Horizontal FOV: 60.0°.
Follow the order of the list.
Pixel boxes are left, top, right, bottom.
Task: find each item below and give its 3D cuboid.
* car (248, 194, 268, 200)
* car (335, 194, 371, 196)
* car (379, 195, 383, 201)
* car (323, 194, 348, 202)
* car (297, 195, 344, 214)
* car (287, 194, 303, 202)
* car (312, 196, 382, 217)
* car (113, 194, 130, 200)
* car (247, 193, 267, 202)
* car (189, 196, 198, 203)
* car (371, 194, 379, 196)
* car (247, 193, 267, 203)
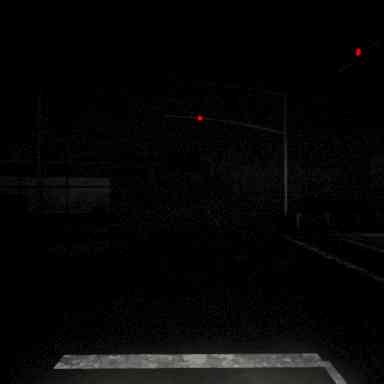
[{"bbox_3d":[18.134,1.332,91.607,4.902,1.511,2.128,0,0,0],"label":"car"},{"bbox_3d":[20.651,1.319,43.266,3.633,1.501,1.845,0,0,0],"label":"car"},{"bbox_3d":[38.723,1.153,62.638,5.027,1.636,2.152,0,0,0],"label":"car"},{"bbox_3d":[31.317,1.297,72.693,4.514,1.523,2.007,0,0,0],"label":"car"},{"bbox_3d":[13.017,1.330,31.395,5.027,1.636,2.152,0,0,0],"label":"car"},{"bbox_3d":[21.329,1.097,65.718,4.605,1.855,1.932,0,0,0],"label":"car"},{"bbox_3d":[13.080,1.339,28.258,4.514,1.523,2.007,0,0,0],"label":"car"},{"bbox_3d":[-19.401,1.331,91.583,4.674,1.442,1.812,0,0,0],"label":"car"},{"bbox_3d":[13.450,1.076,68.978,3.866,1.878,1.905,0,0,0],"label":"car"},{"bbox_3d":[0.273,1.546,69.680,2.033,1.411,5.357,0,0,0],"label":"car"},{"bbox_3d":[38.378,1.231,69.054,3.806,1.475,1.970,0,0,0],"label":"car"},{"bbox_3d":[12.850,1.360,65.652,3.806,1.475,1.970,0,0,0],"label":"car"}]
